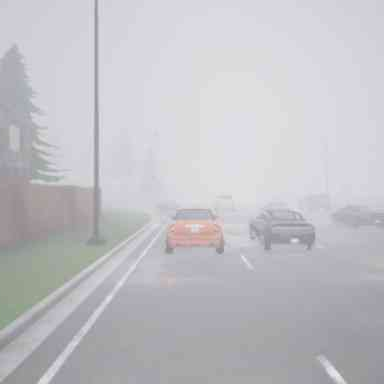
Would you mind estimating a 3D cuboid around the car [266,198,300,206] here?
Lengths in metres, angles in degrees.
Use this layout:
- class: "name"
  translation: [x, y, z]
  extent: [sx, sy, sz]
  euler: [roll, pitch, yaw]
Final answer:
- class: "car"
  translation: [7.096, 1.527, 28.359]
  extent: [2.033, 1.411, 5.357]
  euler: [0, 0, 0]

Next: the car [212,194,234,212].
- class: "car"
  translation: [3.594, 1.194, 38.503]
  extent: [2.150, 2.045, 5.566]
  euler: [0, 0, 0]

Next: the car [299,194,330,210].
- class: "car"
  translation: [14.093, 1.195, 38.499]
  extent: [2.150, 2.045, 5.566]
  euler: [0, 0, 0]

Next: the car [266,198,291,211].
- class: "car"
  translation: [10.593, 1.497, 41.122]
  extent: [1.812, 1.442, 4.674]
  euler: [0, 0, 0]

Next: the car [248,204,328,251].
- class: "car"
  translation: [3.598, 1.482, 14.055]
  extent: [2.128, 1.511, 4.902]
  euler: [0, 0, 0]

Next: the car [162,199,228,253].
- class: "car"
  translation: [0.099, 1.342, 13.842]
  extent: [2.097, 1.767, 4.553]
  euler: [0, 0, 0]

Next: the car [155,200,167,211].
- class: "car"
  translation: [-2.778, 1.537, 37.496]
  extent: [1.994, 1.385, 4.181]
  euler: [0, 0, -20]

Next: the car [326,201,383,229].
- class: "car"
  translation: [10.597, 1.511, 21.336]
  extent: [1.812, 1.442, 4.674]
  euler: [0, 0, 0]
